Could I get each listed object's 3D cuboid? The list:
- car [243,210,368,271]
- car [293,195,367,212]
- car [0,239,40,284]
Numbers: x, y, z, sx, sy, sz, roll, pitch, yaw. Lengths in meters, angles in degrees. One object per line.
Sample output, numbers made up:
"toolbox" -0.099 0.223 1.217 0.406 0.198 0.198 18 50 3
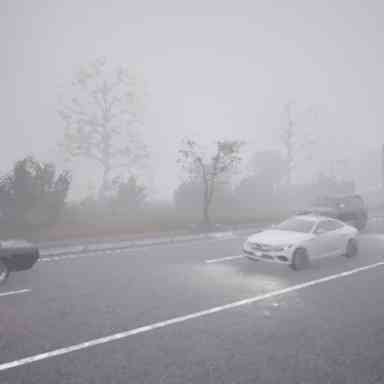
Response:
"car" 3.793 1.524 11.064 4.674 1.442 1.812 0 0 -37
"car" 7.857 1.203 18.841 5.566 2.045 2.150 0 0 -39
"car" -6.348 1.609 7.958 4.718 1.301 1.895 0 0 -35
